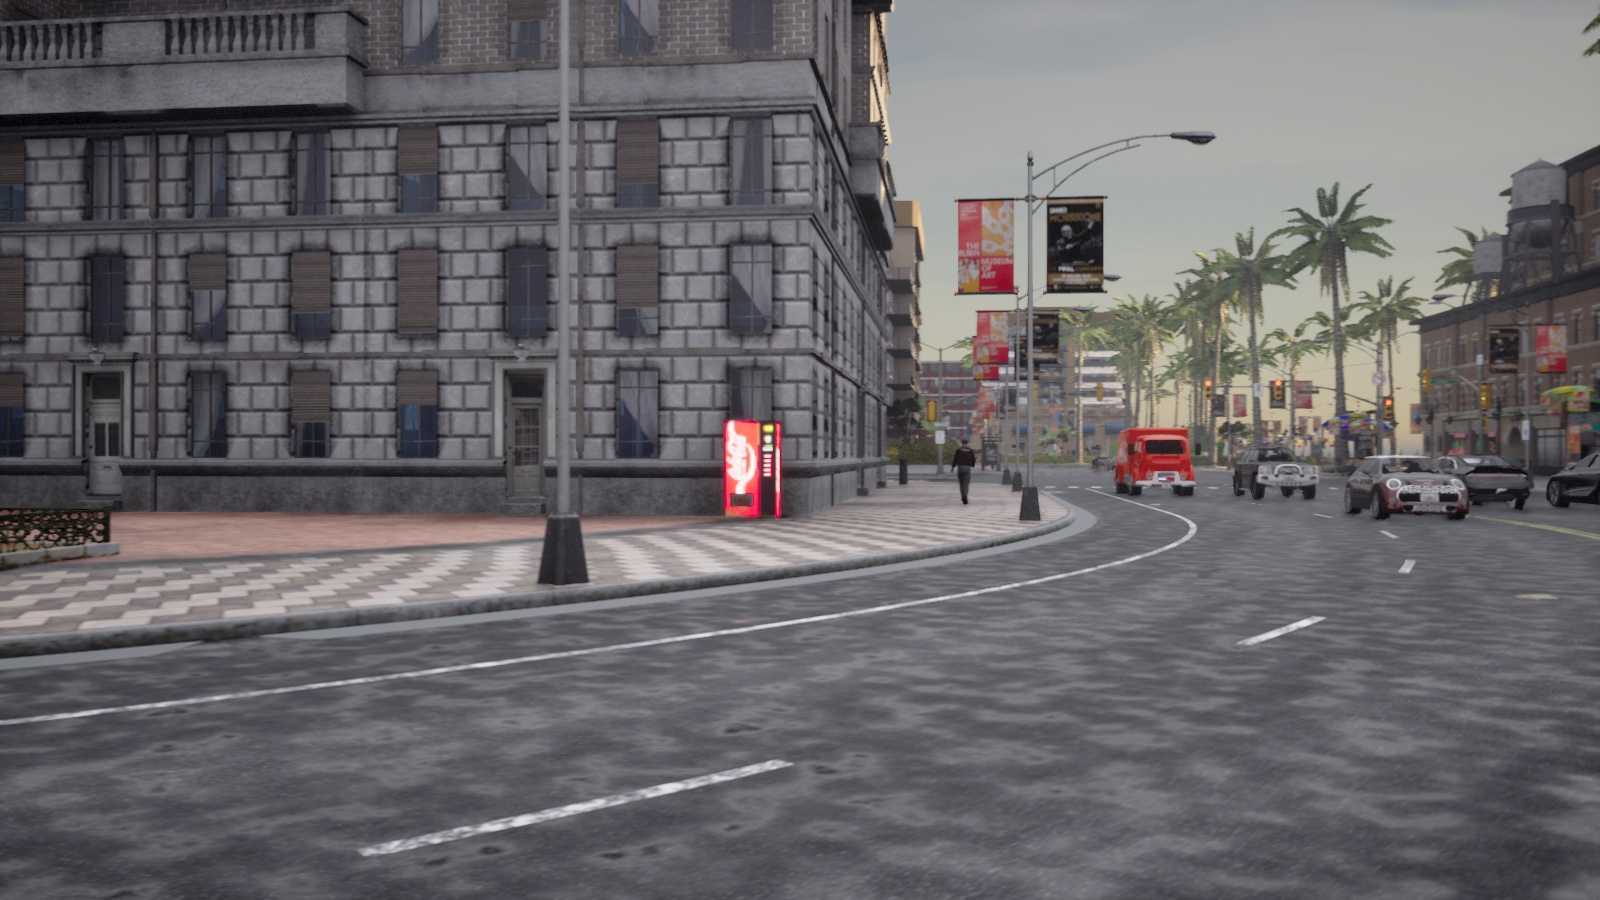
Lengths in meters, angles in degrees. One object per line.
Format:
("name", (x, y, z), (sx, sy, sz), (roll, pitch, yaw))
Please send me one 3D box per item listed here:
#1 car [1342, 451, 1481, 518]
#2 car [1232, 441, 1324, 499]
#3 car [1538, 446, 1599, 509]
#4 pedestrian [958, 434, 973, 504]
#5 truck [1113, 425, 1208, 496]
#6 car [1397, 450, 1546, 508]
("car", (14.351, 0.763, 29.718), (1.970, 1.475, 3.806), (0, 0, 10))
("car", (16.212, 0.650, 42.812), (1.932, 1.855, 4.605), (0, 0, 8))
("car", (22.031, 0.718, 33.803), (2.033, 1.649, 4.856), (0, 0, 8))
("pedestrian", (4.436, 0.495, 33.683), (0.376, 1.854, 0.720), (0, 0, 10))
("truck", (13.146, 0.366, 46.193), (2.627, 2.467, 5.204), (0, 0, 8))
("car", (18.694, 0.758, 35.243), (2.128, 1.511, 4.902), (0, 0, 8))
